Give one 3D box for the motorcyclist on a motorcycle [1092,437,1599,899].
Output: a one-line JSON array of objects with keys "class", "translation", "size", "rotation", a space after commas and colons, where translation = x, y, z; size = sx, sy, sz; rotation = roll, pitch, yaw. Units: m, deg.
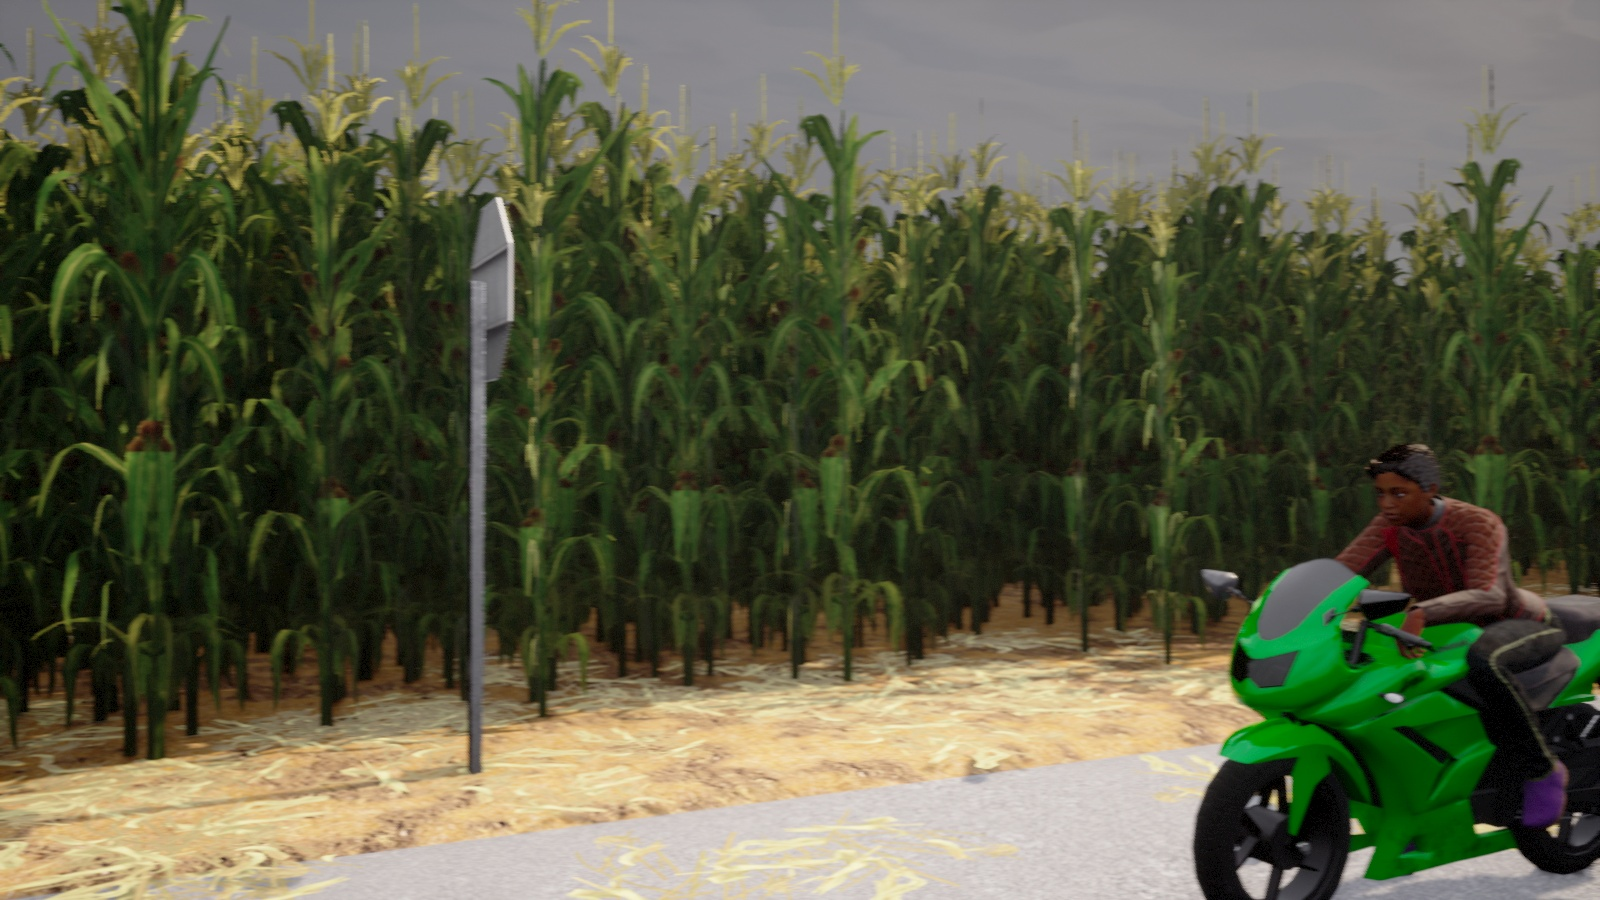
[{"class": "motorcyclist on a motorcycle", "translation": [2.027, 0.727, 4.096], "size": [2.044, 1.523, 0.797], "rotation": [0, 0, -26]}]
